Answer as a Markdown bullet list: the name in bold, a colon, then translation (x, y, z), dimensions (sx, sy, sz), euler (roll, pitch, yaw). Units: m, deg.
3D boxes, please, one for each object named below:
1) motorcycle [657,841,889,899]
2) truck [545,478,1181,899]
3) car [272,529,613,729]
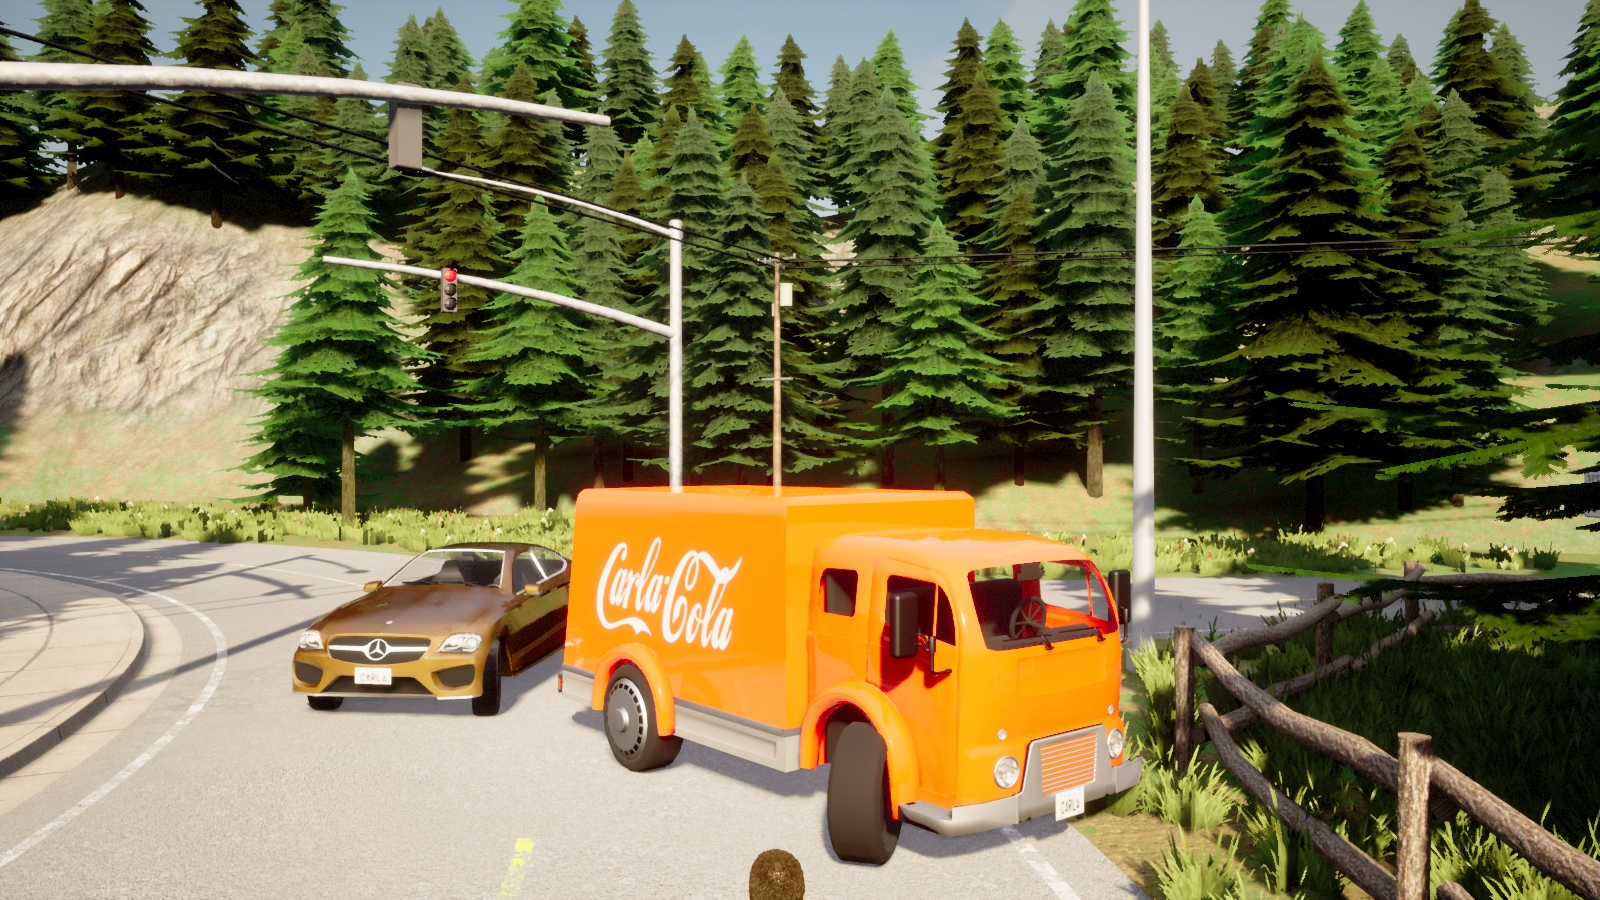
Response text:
- **motorcycle**: translation (-0.074, 2.159, 3.526), dimensions (0.803, 1.199, 2.033), euler (0, 0, -2)
- **truck**: translation (0.202, 1.542, 9.769), dimensions (2.627, 2.467, 5.204), euler (0, 0, -39)
- **car**: translation (-4.038, 1.970, 14.038), dimensions (2.152, 1.651, 5.027), euler (0, 0, 6)
